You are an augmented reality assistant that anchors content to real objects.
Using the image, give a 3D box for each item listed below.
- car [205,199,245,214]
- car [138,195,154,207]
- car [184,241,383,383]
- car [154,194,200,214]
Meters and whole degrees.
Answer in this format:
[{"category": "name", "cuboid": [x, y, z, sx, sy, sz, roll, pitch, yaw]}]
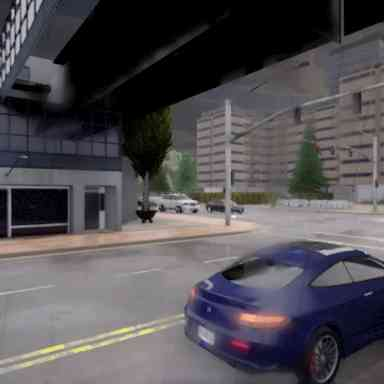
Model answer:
[{"category": "car", "cuboid": [3.368, 1.485, 34.661, 1.837, 1.490, 4.892, 0, 0, -36]}, {"category": "car", "cuboid": [-6.941, 1.333, 48.968, 2.097, 1.767, 4.553, 0, 0, -36]}, {"category": "car", "cuboid": [2.050, 1.522, 5.259, 4.674, 1.442, 1.812, 0, 0, -35]}, {"category": "car", "cuboid": [-1.477, 1.205, 35.389, 2.150, 2.045, 5.566, 0, 0, -36]}]
